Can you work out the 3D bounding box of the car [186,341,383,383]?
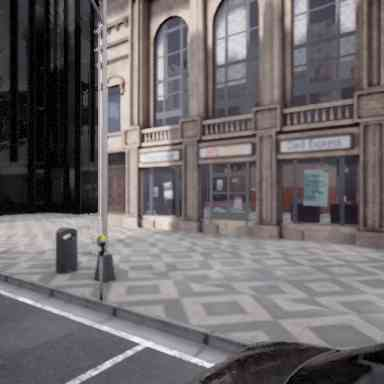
[{"bbox_3d":[1.751,1.564,1.710,4.313,1.339,1.947,0,0,36],"label":"car"}]
